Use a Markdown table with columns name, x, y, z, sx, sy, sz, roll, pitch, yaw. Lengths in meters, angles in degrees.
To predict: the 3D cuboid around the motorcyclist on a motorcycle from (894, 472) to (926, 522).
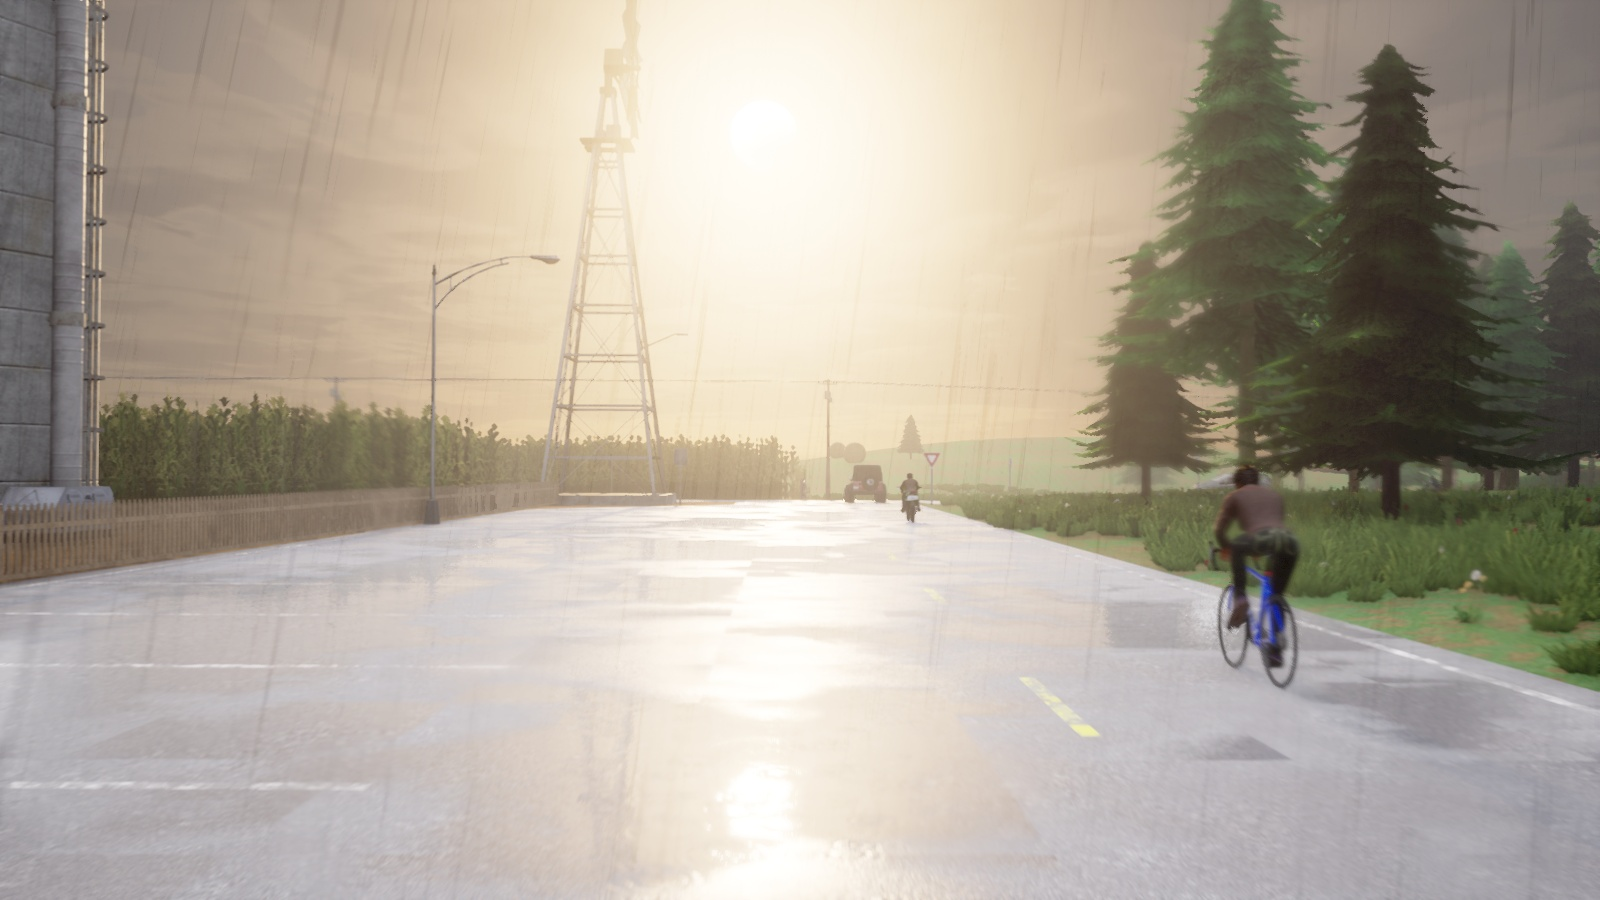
| name | x | y | z | sx | sy | sz | roll | pitch | yaw |
| --- | --- | --- | --- | --- | --- | --- | --- | --- | --- |
| motorcyclist on a motorcycle | 3.406 | 1.434 | 38.887 | 0.797 | 1.523 | 2.044 | 0 | -1 | 0 |

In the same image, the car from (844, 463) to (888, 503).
| name | x | y | z | sx | sy | sz | roll | pitch | yaw |
| --- | --- | --- | --- | --- | --- | --- | --- | --- | --- |
| car | 3.296 | 1.705 | 63.508 | 1.905 | 1.878 | 3.866 | 0 | -4 | -2 |

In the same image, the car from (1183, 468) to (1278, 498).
| name | x | y | z | sx | sy | sz | roll | pitch | yaw |
| --- | --- | --- | --- | --- | --- | --- | --- | --- | --- |
| car | 24.655 | 1.906 | 72.021 | 4.611 | 1.667 | 2.242 | 0 | -1 | -1 |

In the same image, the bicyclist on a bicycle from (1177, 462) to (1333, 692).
| name | x | y | z | sx | sy | sz | roll | pitch | yaw |
| --- | --- | --- | --- | --- | --- | --- | --- | --- | --- |
| bicyclist on a bicycle | 3.476 | 0.917 | 9.733 | 0.582 | 1.620 | 1.656 | 0 | -1 | 0 |
